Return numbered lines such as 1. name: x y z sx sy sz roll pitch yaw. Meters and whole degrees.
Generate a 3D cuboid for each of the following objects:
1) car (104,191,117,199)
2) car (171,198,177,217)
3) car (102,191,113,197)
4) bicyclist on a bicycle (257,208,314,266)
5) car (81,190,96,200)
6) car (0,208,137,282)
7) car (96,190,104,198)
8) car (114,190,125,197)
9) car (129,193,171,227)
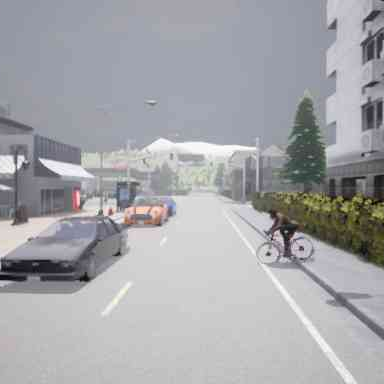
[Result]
1. car: -16.036 0.746 68.814 2.007 1.523 4.514 0 1 2
2. car: -2.367 1.198 27.850 1.882 1.535 5.008 0 1 2
3. car: -22.263 0.603 87.571 1.970 1.475 3.806 0 1 2
4. bicyclist on a bicycle: 2.619 1.268 9.618 1.656 1.620 0.582 -9 0 3
5. car: -19.981 0.746 61.919 1.970 1.475 3.806 0 1 2
6. car: -3.250 1.440 9.724 2.033 1.411 5.357 0 1 2
7. car: -22.567 0.428 79.095 1.932 1.855 4.605 0 1 2
8. car: -18.965 0.332 86.823 1.905 1.878 3.866 0 1 2
9. car: -2.753 1.129 20.852 2.097 1.767 4.553 0 1 3
